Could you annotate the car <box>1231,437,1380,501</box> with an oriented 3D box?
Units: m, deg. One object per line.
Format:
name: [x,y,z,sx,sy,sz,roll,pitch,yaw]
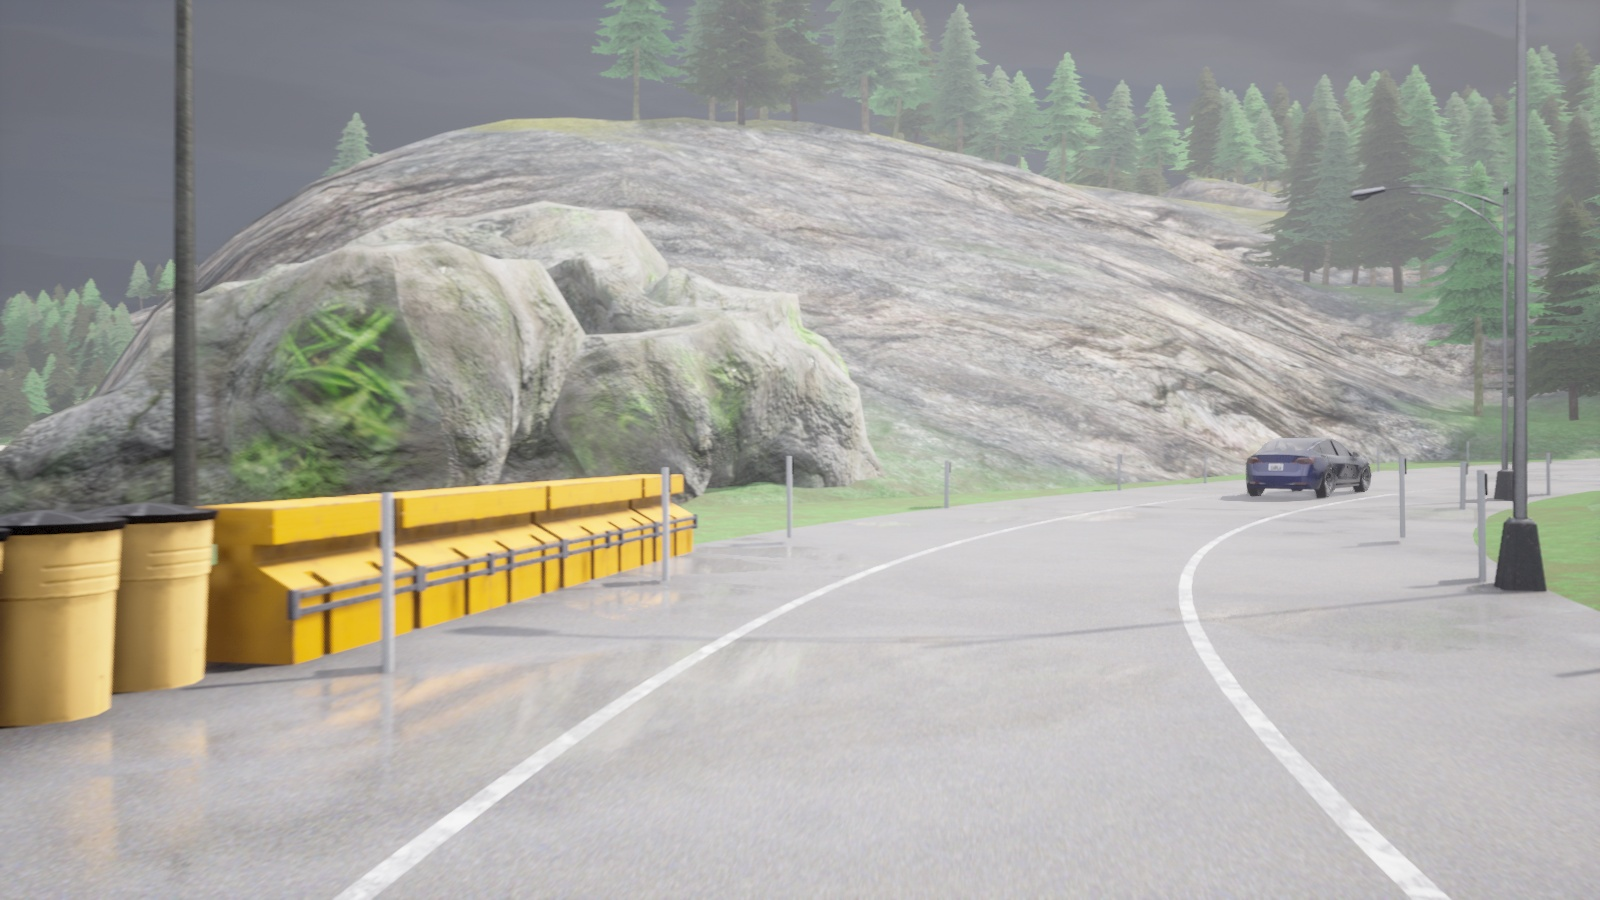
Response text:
car: [13.145,0.428,32.482,2.163,1.488,4.792,0,1,40]
